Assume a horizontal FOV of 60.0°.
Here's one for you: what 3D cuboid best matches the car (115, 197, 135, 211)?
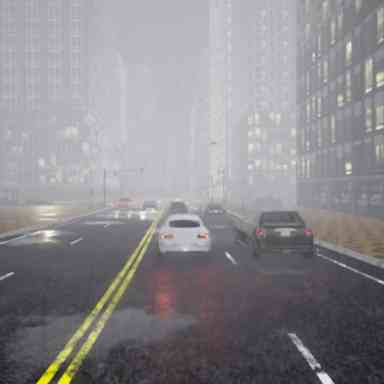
[{"bbox_3d":[-8.735,1.476,43.718,2.097,1.767,4.553,0,0,-3],"label":"car"}]

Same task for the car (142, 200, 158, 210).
[{"bbox_3d":[-5.493,1.712,43.970,1.895,1.301,4.718,0,0,-3],"label":"car"}]

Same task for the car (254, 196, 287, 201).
[{"bbox_3d":[13.221,1.585,57.951,5.009,1.841,2.192,0,0,-2],"label":"car"}]

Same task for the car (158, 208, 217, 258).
[{"bbox_3d":[-0.309,1.557,12.749,1.812,1.442,4.674,0,0,-2],"label":"car"}]

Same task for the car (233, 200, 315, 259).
[{"bbox_3d":[2.922,1.369,12.834,2.097,1.767,4.553,0,0,-3],"label":"car"}]

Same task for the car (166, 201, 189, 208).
[{"bbox_3d":[-1.289,1.575,30.188,1.837,1.490,4.892,0,0,-3],"label":"car"}]

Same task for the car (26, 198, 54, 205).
[{"bbox_3d":[-25.670,1.659,56.211,4.313,1.339,1.947,0,0,-2],"label":"car"}]

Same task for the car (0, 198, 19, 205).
[{"bbox_3d":[-31.353,1.648,56.013,4.206,1.307,1.802,0,0,-2],"label":"car"}]

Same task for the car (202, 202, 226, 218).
[{"bbox_3d":[1.944,1.621,30.610,1.994,1.385,4.181,0,0,-3],"label":"car"}]

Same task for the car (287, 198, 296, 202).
[{"bbox_3d":[18.338,1.703,66.550,4.829,1.417,1.752,0,0,-2],"label":"car"}]
